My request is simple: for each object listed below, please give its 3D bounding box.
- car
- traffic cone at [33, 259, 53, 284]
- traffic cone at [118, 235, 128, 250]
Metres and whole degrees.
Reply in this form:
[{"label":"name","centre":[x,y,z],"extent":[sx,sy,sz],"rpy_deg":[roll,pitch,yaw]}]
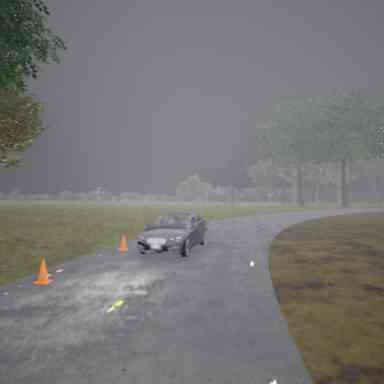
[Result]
[{"label":"car","centre":[-0.611,1.595,13.585],"extent":[2.128,1.511,4.902],"rpy_deg":[0,0,15]},{"label":"traffic cone","centre":[-3.780,1.997,8.446],"extent":[0.340,0.580,0.340],"rpy_deg":[0,-1,9]},{"label":"traffic cone","centre":[-2.791,2.048,13.554],"extent":[0.340,0.580,0.340],"rpy_deg":[0,-1,13]}]
